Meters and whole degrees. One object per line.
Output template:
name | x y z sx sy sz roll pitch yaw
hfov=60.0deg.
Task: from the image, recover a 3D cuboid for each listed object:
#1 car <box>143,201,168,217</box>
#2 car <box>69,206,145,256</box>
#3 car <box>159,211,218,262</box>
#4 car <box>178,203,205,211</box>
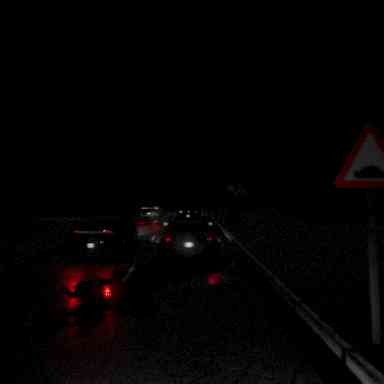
car | -3.327 1.533 29.469 2.128 1.511 4.902 0 0 4
car | -3.400 1.550 13.422 2.128 1.511 4.902 0 0 -1
car | -0.138 1.618 12.404 1.994 1.385 4.181 0 0 -1
car | -0.130 1.620 29.005 1.895 1.301 4.718 0 0 3
